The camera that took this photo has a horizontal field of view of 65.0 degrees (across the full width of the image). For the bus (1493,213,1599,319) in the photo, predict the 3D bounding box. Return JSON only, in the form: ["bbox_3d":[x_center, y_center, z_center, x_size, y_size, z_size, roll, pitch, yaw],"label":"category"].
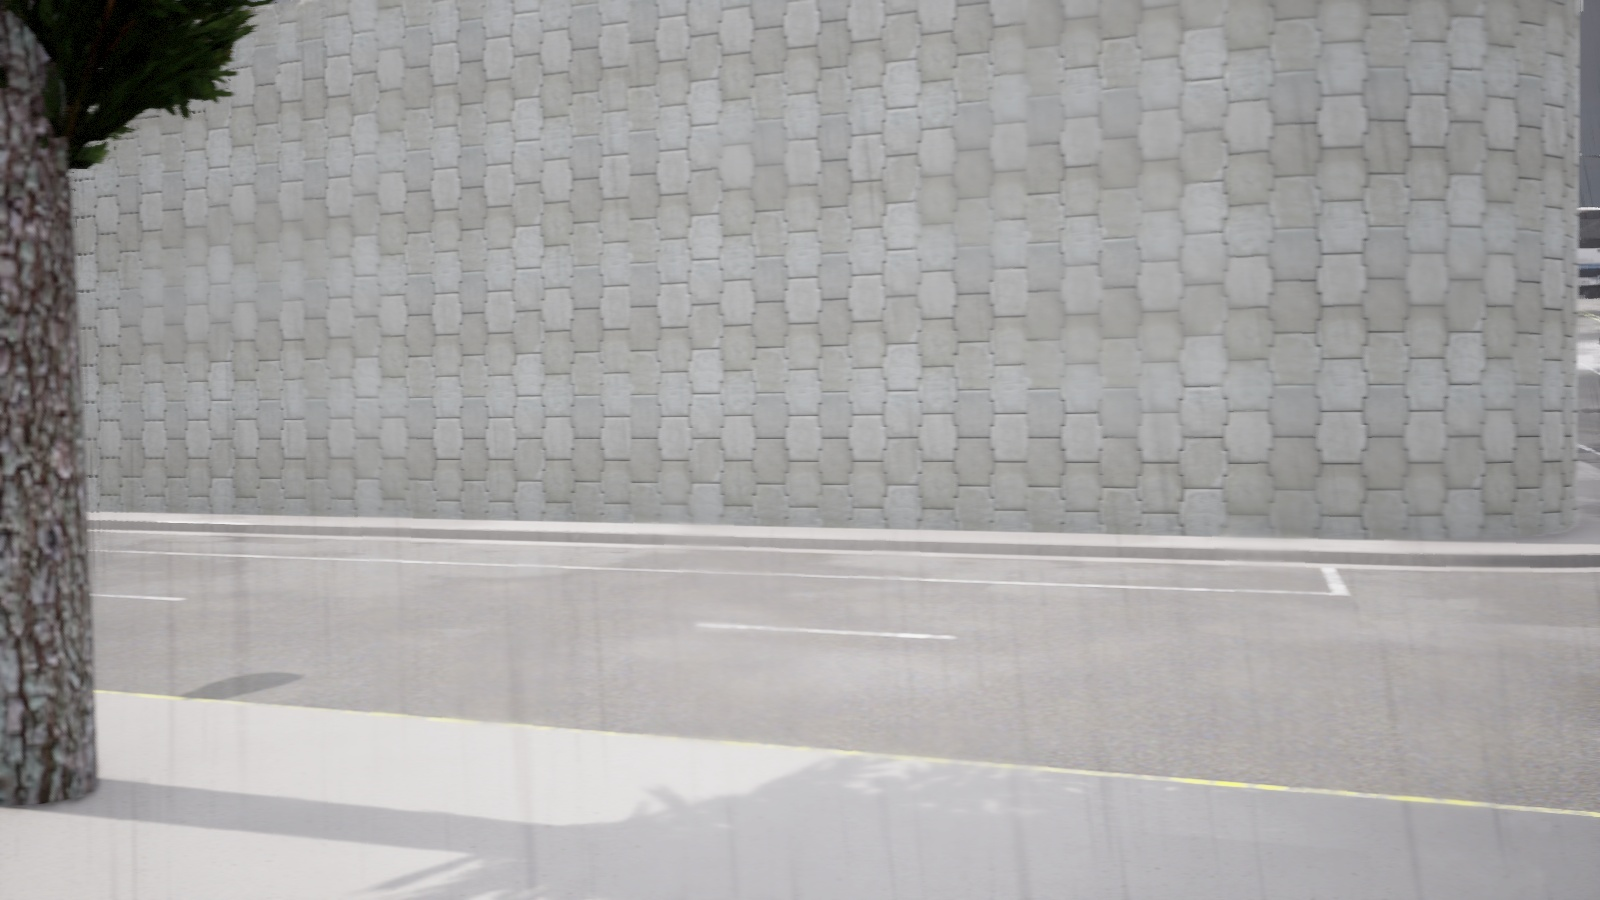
[{"bbox_3d":[39.300,-9.369,65.288,3.944,4.253,10.273,0,2,19],"label":"bus"}]

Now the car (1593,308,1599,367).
[{"bbox_3d":[26.875,-3.333,39.708,1.932,1.855,4.605,1,12,19],"label":"car"}]
